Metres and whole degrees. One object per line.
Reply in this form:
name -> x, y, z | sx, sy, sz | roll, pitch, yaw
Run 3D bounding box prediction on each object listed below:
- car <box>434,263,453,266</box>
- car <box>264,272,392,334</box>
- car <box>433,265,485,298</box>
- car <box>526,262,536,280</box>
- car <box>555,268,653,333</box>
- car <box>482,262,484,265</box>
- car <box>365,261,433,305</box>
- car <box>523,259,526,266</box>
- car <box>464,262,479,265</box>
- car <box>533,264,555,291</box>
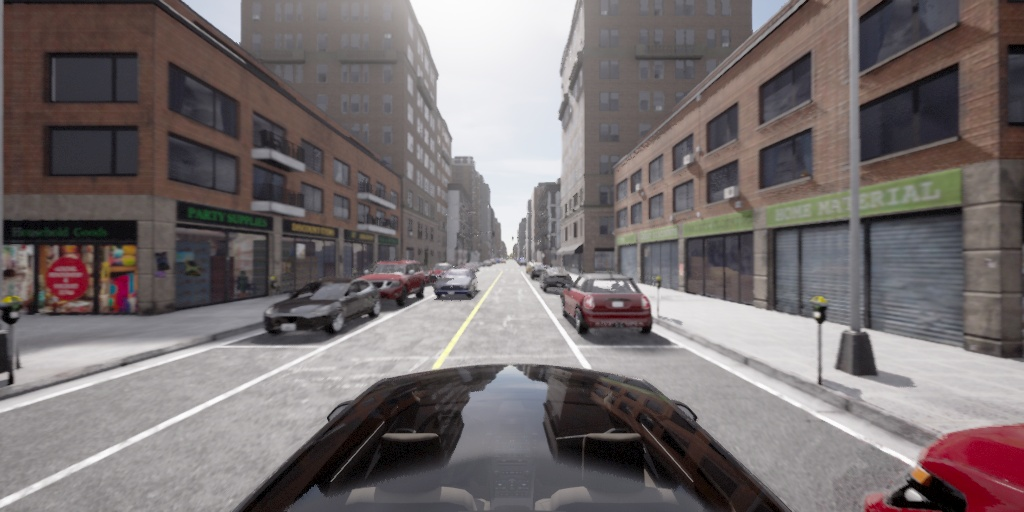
car -> -5.410, 1.312, 27.880 | 1.967, 1.591, 4.097 | 0, 0, 0
car -> -5.396, 1.358, 10.835 | 1.948, 1.339, 4.313 | 0, 0, 0
car -> -2.865, 1.381, 19.523 | 2.033, 1.411, 5.357 | 0, 0, 0
car -> 2.610, 1.466, 33.571 | 1.948, 1.339, 4.313 | 0, 0, 0
car -> 2.629, 1.233, 10.846 | 1.967, 1.591, 4.097 | 0, 0, 0
car -> -5.428, 1.528, 50.607 | 2.007, 1.370, 4.403 | 0, 0, 0
car -> -5.401, 1.134, 16.516 | 2.192, 1.841, 5.009 | 0, 0, 0
car -> 2.601, 1.478, 45.103 | 1.751, 1.417, 4.829 | 0, 0, 0
car -> -5.424, 1.533, 44.925 | 1.802, 1.307, 4.207 | 0, 0, 0
car -> 2.620, 1.397, 22.208 | 2.007, 1.370, 4.403 | 0, 0, 0
